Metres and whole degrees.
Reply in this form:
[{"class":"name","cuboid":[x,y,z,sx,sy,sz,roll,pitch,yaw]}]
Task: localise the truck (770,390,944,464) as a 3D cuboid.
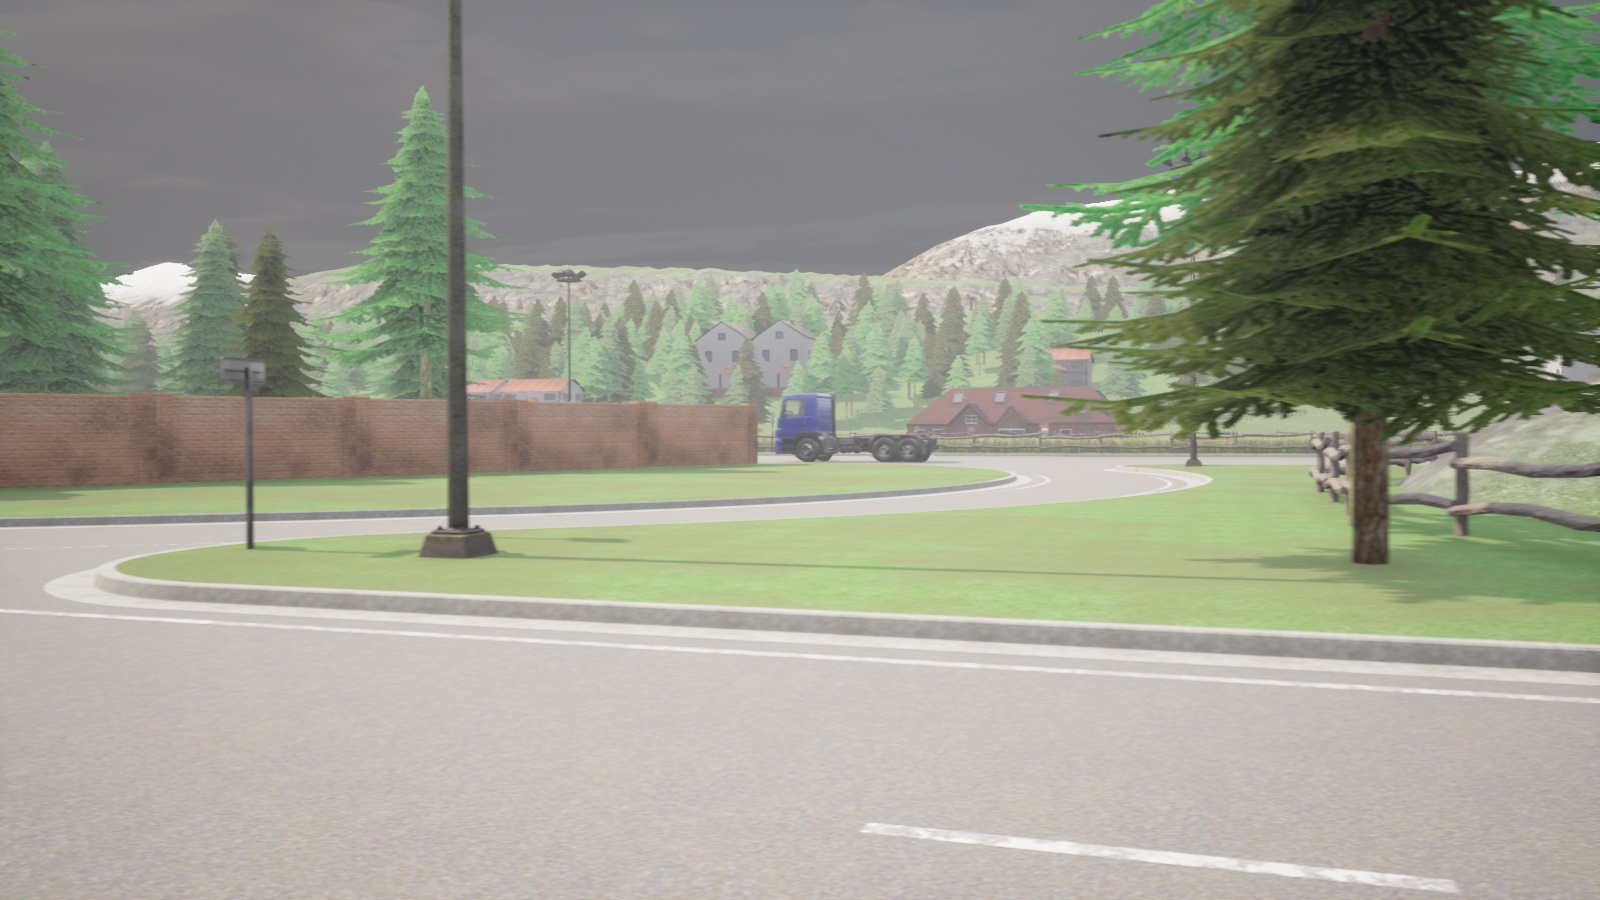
[{"class":"truck","cuboid":[2.789,-1.121,60.962,7.936,3.462,2.891,1,1,19]}]
